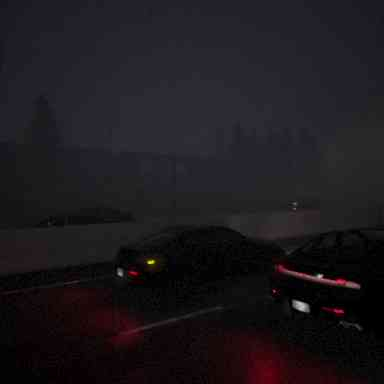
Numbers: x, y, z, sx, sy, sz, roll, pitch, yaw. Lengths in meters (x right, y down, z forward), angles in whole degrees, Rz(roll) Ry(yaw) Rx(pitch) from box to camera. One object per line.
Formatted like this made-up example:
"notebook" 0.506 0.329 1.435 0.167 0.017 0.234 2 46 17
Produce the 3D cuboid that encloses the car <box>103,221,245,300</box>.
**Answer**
"car" 0.373 1.490 8.314 4.674 1.442 1.812 0 0 -36

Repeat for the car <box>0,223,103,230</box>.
"car" -5.193 1.523 13.185 5.357 1.411 2.033 0 0 -35

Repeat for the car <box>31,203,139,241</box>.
"car" -5.447 1.438 17.305 5.008 1.535 1.882 0 0 -36

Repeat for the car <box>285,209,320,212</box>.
"car" 10.879 1.151 33.508 4.553 1.767 2.097 -1 0 -37

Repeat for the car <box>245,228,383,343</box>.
"car" 3.573 1.446 6.297 4.902 1.511 2.128 0 0 -36
